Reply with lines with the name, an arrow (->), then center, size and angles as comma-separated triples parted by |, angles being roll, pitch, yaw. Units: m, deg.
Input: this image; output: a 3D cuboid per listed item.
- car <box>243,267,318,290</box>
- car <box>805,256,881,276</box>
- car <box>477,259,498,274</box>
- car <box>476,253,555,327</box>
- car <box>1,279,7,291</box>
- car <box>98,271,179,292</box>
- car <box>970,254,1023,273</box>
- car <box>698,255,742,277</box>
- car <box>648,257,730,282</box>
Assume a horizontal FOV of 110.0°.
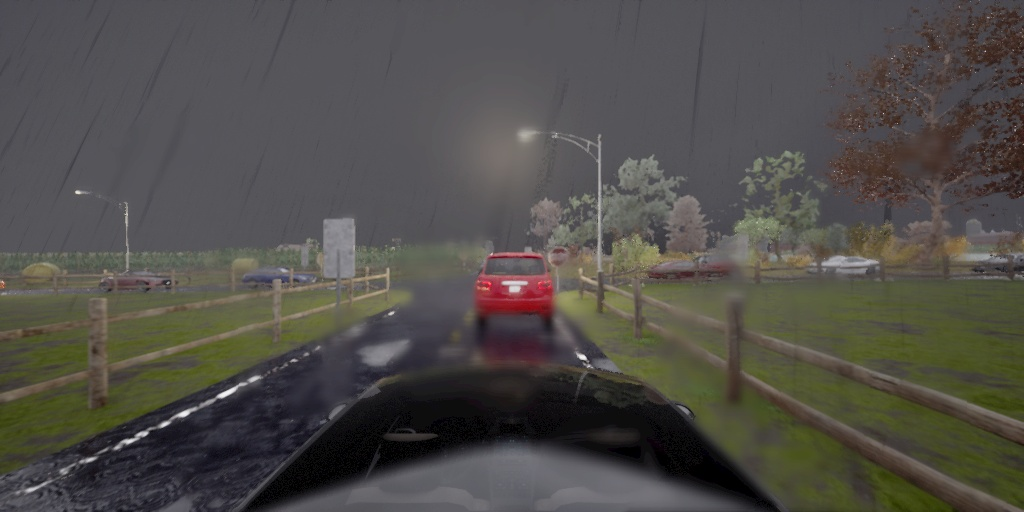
car -> -15.866, 1.497, 24.640 | 4.674, 1.442, 1.812 | -1, 0, 3
car -> 24.724, 0.758, 26.832 | 4.674, 1.442, 1.812 | -1, 0, 1
car -> -2.810, 1.169, 41.563 | 2.128, 1.511, 4.902 | 0, 0, 0
car -> 0.150, 0.942, 11.621 | 2.150, 2.045, 5.566 | 0, 0, 2
car -> -38.772, 1.754, 25.139 | 4.553, 1.767, 2.097 | -1, 0, 1
car -> -25.785, 1.719, 24.874 | 4.181, 1.385, 1.994 | -1, 0, 1
car -> 37.170, 0.546, 26.589 | 4.674, 1.442, 1.812 | -1, 0, 1
car -> 14.542, 0.761, 27.043 | 4.553, 1.767, 2.097 | -1, 0, 1
car -> 11.639, 0.998, 24.201 | 4.674, 1.442, 1.812 | -1, 0, 0
